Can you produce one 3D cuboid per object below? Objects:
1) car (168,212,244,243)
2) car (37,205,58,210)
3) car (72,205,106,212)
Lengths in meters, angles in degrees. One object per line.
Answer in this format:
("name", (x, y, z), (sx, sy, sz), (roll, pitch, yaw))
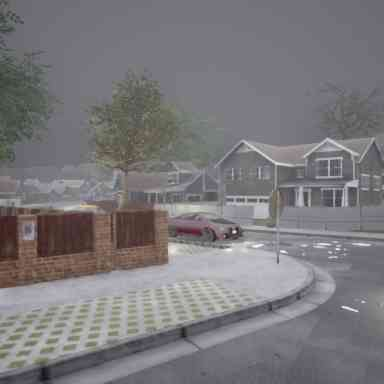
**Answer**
("car", (0.553, 1.726, 17.009), (4.181, 1.385, 1.994), (-1, -1, 44))
("car", (-15.229, 2.052, 34.902), (1.895, 1.301, 4.718), (1, -1, -35))
("car", (-7.920, 1.784, 25.697), (1.882, 1.535, 5.008), (1, -1, -41))
